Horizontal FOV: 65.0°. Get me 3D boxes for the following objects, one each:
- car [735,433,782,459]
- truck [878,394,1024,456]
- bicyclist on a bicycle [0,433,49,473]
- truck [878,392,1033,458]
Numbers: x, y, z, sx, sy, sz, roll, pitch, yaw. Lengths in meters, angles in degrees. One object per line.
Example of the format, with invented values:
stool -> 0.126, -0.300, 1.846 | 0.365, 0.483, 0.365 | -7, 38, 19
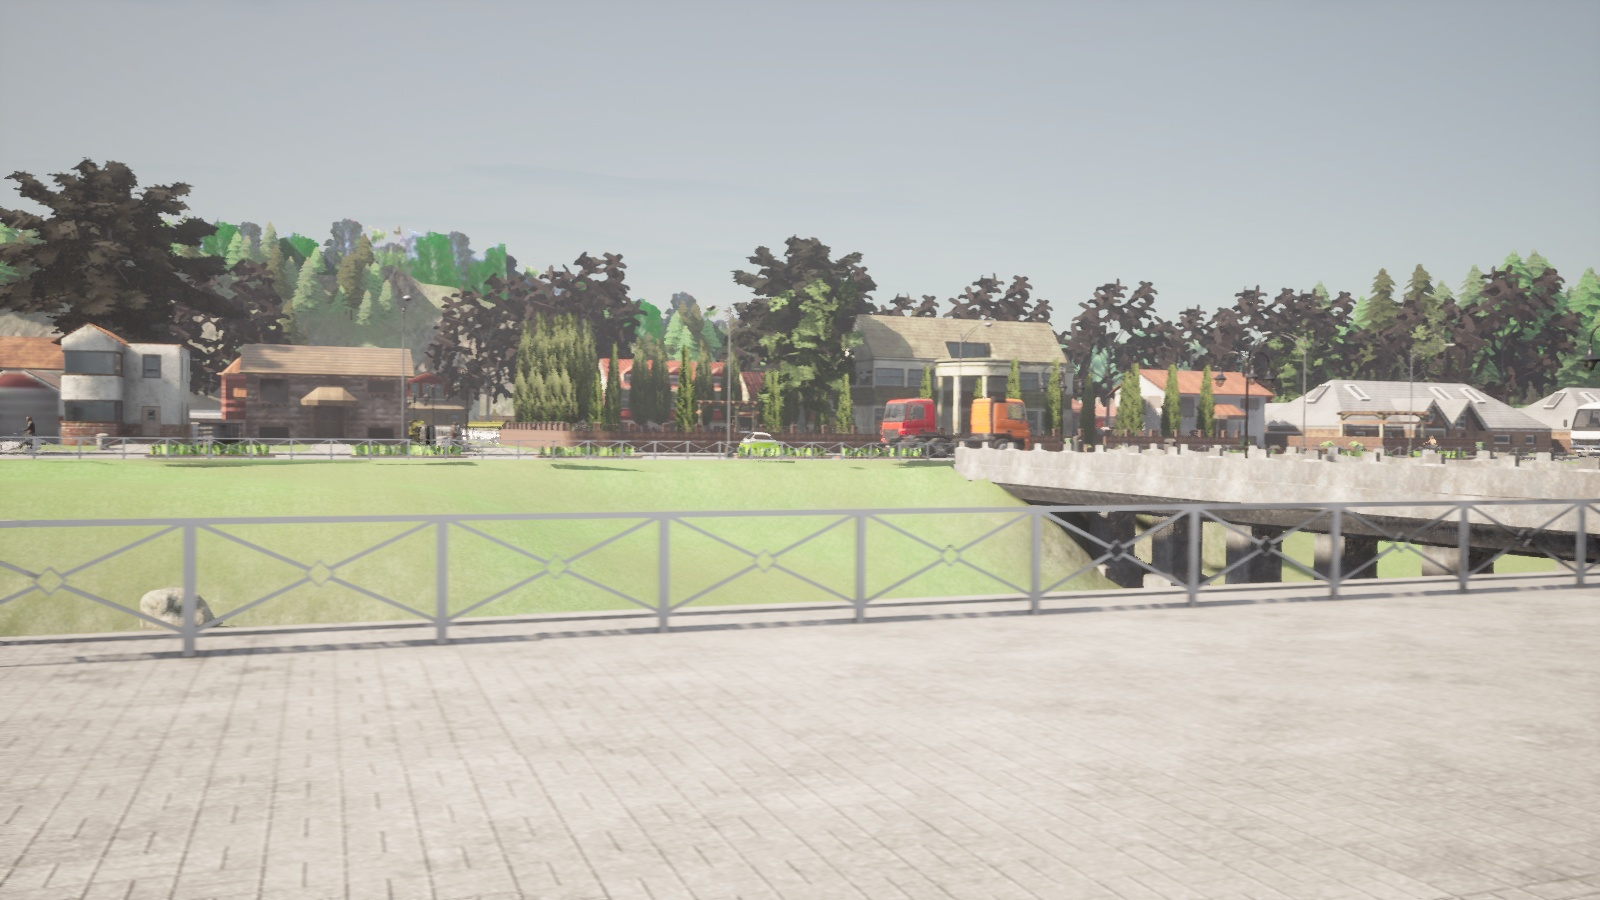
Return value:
car -> -2.305, -0.243, 68.881 | 2.207, 1.376, 1.481 | -1, 1, -21
truck -> 8.793, -1.468, 73.079 | 7.936, 3.462, 2.891 | -1, 1, -21
bicyclist on a bicycle -> -34.914, 0.127, 56.506 | 1.843, 1.776, 0.659 | -1, 1, -21
truck -> 8.512, -1.394, 68.694 | 7.936, 3.462, 2.891 | -1, 1, -21
